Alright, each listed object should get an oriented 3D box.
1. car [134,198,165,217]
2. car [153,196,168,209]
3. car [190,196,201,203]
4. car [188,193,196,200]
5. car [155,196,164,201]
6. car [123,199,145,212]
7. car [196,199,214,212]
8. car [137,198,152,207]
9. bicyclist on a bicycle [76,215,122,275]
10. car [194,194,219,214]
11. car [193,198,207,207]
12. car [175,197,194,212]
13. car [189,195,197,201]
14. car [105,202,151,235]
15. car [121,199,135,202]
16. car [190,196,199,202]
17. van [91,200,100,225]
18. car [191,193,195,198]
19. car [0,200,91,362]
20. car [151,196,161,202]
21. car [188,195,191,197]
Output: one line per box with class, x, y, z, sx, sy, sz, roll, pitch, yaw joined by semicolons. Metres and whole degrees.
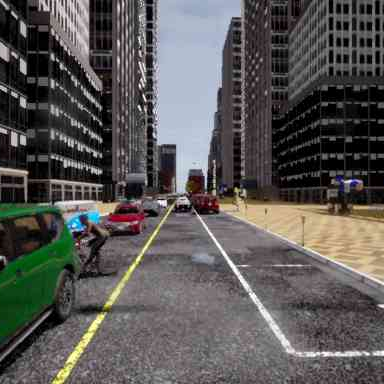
car;-3.987;1.549;31.941;2.033;1.411;5.357;0;0;-1
car;-4.481;1.527;46.717;1.812;1.442;4.674;0;0;-2
car;0.668;1.549;67.993;2.008;1.369;4.403;0;0;-2
car;-0.004;1.310;90.139;2.192;1.841;5.009;0;0;-2
car;-8.213;1.578;84.348;1.802;1.307;4.206;0;0;-2
car;-6.867;1.552;40.053;2.008;1.369;4.403;0;0;-2
car;1.509;1.546;40.308;1.887;1.381;4.507;0;0;-2
car;-7.203;1.582;51.127;1.802;1.307;4.206;0;0;-2
bicyclist on a bicycle;-2.720;1.435;8.876;1.656;1.620;0.582;-1;-6;-18
car;1.678;1.317;34.772;2.192;1.841;5.009;0;0;-2
car;1.173;1.566;51.383;1.947;1.339;4.313;0;0;-2
car;-1.038;1.602;38.734;1.895;1.301;4.718;0;0;-2
car;0.163;1.562;84.603;1.947;1.339;4.313;0;0;-2
car;-3.633;1.527;18.951;1.812;1.442;4.674;0;0;-2
car;-6.699;1.567;34.517;1.947;1.339;4.313;0;0;-2
car;0.495;1.523;73.699;1.752;1.417;4.829;0;0;-2
van;-6.193;1.342;17.907;1.690;1.788;3.998;0;0;-2
car;1.342;1.316;45.846;2.192;1.841;5.009;0;0;-2
car;-3.195;1.222;4.233;2.150;2.045;5.566;0;0;-2
car;-7.876;1.580;73.274;1.802;1.307;4.206;0;0;-2
car;-1.338;1.526;48.582;1.812;1.442;4.674;0;0;-2
